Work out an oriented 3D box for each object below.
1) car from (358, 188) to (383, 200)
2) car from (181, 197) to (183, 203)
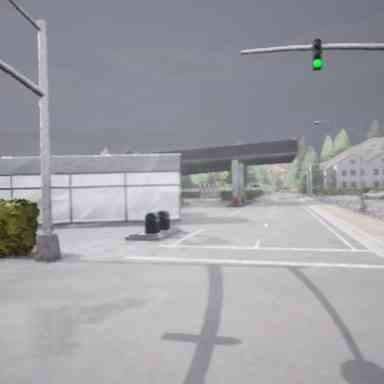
[{"bbox_3d":[27.933,0.506,51.428,3.806,1.475,1.970,-1,0,15],"label":"car"},{"bbox_3d":[-3.313,1.418,63.785,2.242,1.667,4.611,-1,0,15],"label":"car"}]
